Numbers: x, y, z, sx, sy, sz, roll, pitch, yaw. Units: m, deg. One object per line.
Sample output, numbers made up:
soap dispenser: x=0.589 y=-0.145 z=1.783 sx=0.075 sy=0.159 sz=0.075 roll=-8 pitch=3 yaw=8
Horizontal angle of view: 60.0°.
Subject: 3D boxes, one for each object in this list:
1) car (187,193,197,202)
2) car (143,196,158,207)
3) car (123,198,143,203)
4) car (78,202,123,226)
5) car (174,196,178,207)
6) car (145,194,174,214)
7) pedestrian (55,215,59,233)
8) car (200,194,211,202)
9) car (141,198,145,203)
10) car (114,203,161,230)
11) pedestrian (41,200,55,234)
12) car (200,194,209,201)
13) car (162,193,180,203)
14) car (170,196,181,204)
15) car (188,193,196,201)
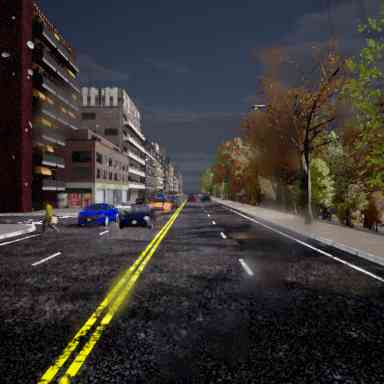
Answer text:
car: x=-0.026 y=1.491 z=74.127 sx=1.882 sy=1.535 sz=5.008 roll=0 pitch=0 yaw=0
car: x=-6.609 y=1.488 z=53.614 sx=1.882 sy=1.535 sz=5.008 roll=0 pitch=0 yaw=0
car: x=-6.614 y=1.656 z=34.164 sx=1.895 sy=1.301 sz=4.718 roll=0 pitch=1 yaw=0
car: x=-6.621 y=1.532 z=23.900 sx=1.882 sy=1.535 sz=5.008 roll=0 pitch=0 yaw=0
car: x=-3.368 y=1.570 z=44.572 sx=1.994 sy=1.385 sz=4.181 roll=0 pitch=0 yaw=0
car: x=-3.372 y=1.388 z=35.449 sx=2.097 sy=1.767 sz=4.553 roll=0 pitch=0 yaw=0
pedestrian: x=-7.613 y=1.675 z=18.396 sx=0.500 sy=1.100 sz=0.500 roll=0 pitch=0 yaw=0
car: x=3.224 y=1.513 z=74.129 sx=1.837 sy=1.490 sz=4.892 roll=0 pitch=0 yaw=0
car: x=-6.615 y=1.511 z=43.541 sx=1.837 sy=1.490 sz=4.892 roll=0 pitch=0 yaw=0
car: x=-3.365 y=1.594 z=21.337 sx=1.994 sy=1.385 sz=4.181 roll=0 pitch=-1 yaw=0
pedestrian: x=-7.730 y=1.295 z=17.795 sx=0.375 sy=1.860 sz=0.375 roll=0 pitch=0 yaw=0
car: x=3.220 y=1.294 z=84.515 sx=2.097 sy=1.767 sz=4.553 roll=0 pitch=0 yaw=0
car: x=-3.358 y=1.362 z=53.775 sx=2.097 sy=1.767 sz=4.553 roll=0 pitch=0 yaw=0
car: x=-3.299 y=1.522 z=66.612 sx=1.837 sy=1.490 sz=4.892 roll=0 pitch=0 yaw=0
car: x=-0.030 y=1.164 z=84.574 sx=2.150 sy=2.045 sz=5.566 roll=0 pitch=0 yaw=0
